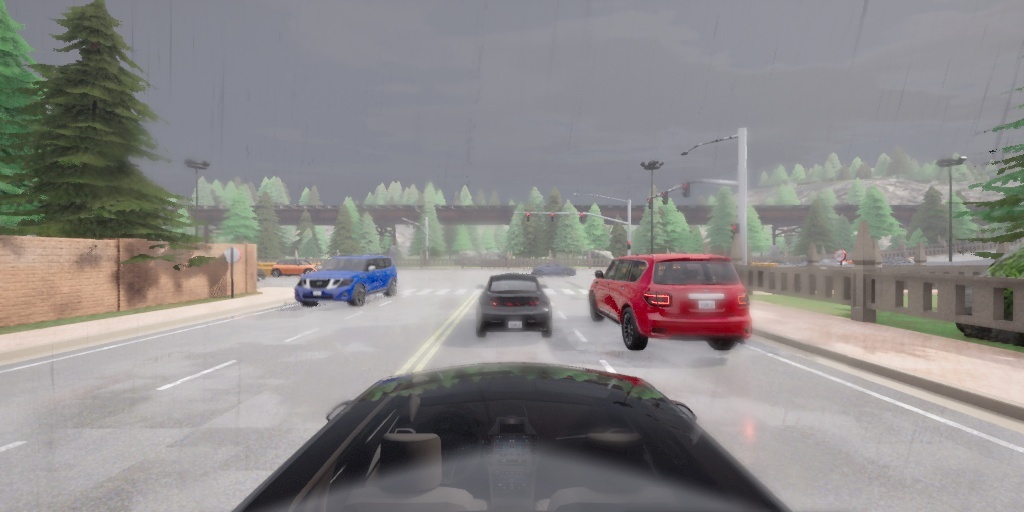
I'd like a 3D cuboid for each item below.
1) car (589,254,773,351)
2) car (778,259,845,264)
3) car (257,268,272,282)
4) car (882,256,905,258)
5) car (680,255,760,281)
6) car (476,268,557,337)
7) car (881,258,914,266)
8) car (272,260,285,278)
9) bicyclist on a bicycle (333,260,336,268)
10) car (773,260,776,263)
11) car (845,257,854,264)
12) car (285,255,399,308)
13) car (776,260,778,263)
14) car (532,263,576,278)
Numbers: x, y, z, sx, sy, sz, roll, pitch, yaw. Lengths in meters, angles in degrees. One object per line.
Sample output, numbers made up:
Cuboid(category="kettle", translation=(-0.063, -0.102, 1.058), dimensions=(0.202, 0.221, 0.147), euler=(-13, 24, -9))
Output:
Cuboid(category="car", translation=(3.519, 0.971, 9.158), dimensions=(2.150, 2.045, 5.566), euler=(0, 0, 0))
Cuboid(category="car", translation=(34.189, 1.287, 41.059), dimensions=(5.357, 1.411, 2.033), euler=(0, 0, 0))
Cuboid(category="car", translation=(-21.061, 1.102, 26.742), dimensions=(4.553, 1.767, 2.097), euler=(0, 0, -2))
Cuboid(category="car", translation=(42.821, 0.891, 41.097), dimensions=(4.553, 1.767, 2.097), euler=(-2, 0, 0))
Cuboid(category="car", translation=(17.469, 0.973, 30.306), dimensions=(5.566, 2.045, 2.150), euler=(0, 0, 0))
Cuboid(category="car", translation=(0.023, 1.255, 10.260), dimensions=(1.837, 1.490, 4.892), euler=(0, 0, -1))
Cuboid(category="car", translation=(36.572, 1.209, 33.879), dimensions=(4.902, 1.511, 2.128), euler=(-1, 0, 0))
Cuboid(category="car", translation=(-19.954, 1.102, 33.749), dimensions=(4.553, 1.767, 2.097), euler=(0, 0, 0))
Cuboid(category="bicyclist on a bicycle", translation=(-27.397, 1.051, 55.722), dimensions=(0.582, 1.620, 1.656), euler=(0, 0, 0))
Cuboid(category="car", translation=(29.247, 1.242, 44.535), dimensions=(4.902, 1.511, 2.128), euler=(0, 0, 0))
Cuboid(category="car", translation=(39.230, 1.183, 44.584), dimensions=(4.674, 1.442, 1.812), euler=(-1, 0, 0))
Cuboid(category="car", translation=(-6.774, 0.971, 15.517), dimensions=(2.150, 2.045, 5.566), euler=(0, 0, 3))
Cuboid(category="car", translation=(34.766, 1.240, 48.059), dimensions=(4.892, 1.490, 1.837), euler=(0, 0, 0))
Cuboid(category="car", translation=(3.927, 1.314, 33.787), dimensions=(4.181, 1.385, 1.994), euler=(0, 0, 0))
